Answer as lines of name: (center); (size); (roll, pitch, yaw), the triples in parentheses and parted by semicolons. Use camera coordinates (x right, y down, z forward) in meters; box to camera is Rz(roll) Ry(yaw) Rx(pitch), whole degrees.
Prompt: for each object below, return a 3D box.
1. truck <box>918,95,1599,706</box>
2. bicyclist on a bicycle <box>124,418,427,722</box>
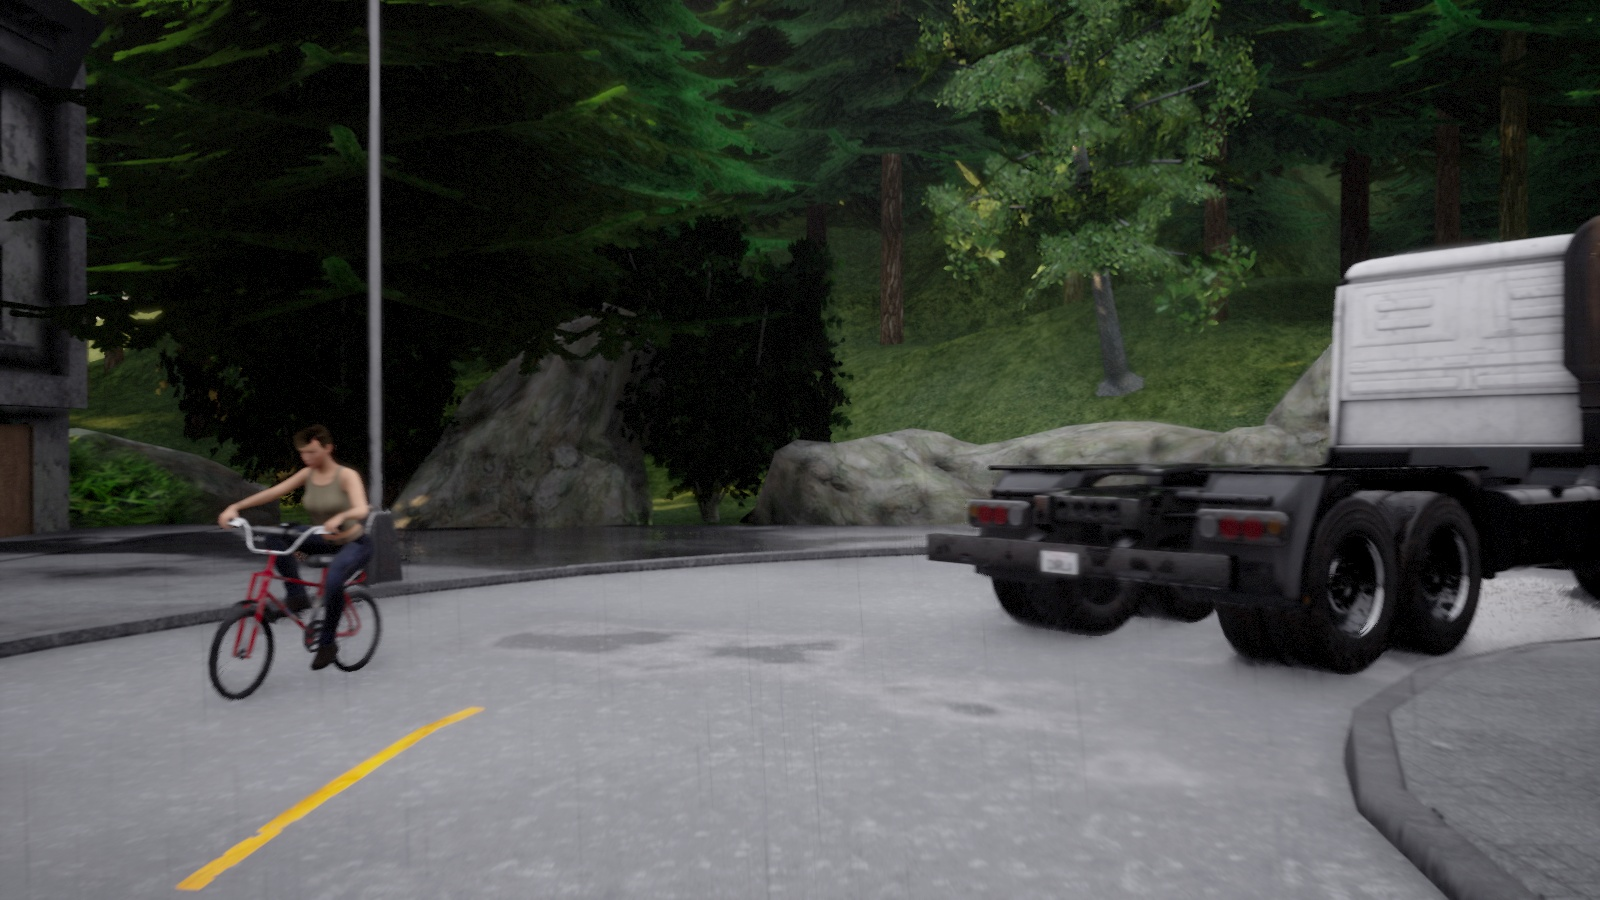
truck: (4.936, -0.289, 10.649); (7.936, 3.462, 2.891); (0, 0, -37)
bicyclist on a bicycle: (-3.116, 0.641, 7.615); (0.866, 1.612, 1.509); (2, 1, 20)
